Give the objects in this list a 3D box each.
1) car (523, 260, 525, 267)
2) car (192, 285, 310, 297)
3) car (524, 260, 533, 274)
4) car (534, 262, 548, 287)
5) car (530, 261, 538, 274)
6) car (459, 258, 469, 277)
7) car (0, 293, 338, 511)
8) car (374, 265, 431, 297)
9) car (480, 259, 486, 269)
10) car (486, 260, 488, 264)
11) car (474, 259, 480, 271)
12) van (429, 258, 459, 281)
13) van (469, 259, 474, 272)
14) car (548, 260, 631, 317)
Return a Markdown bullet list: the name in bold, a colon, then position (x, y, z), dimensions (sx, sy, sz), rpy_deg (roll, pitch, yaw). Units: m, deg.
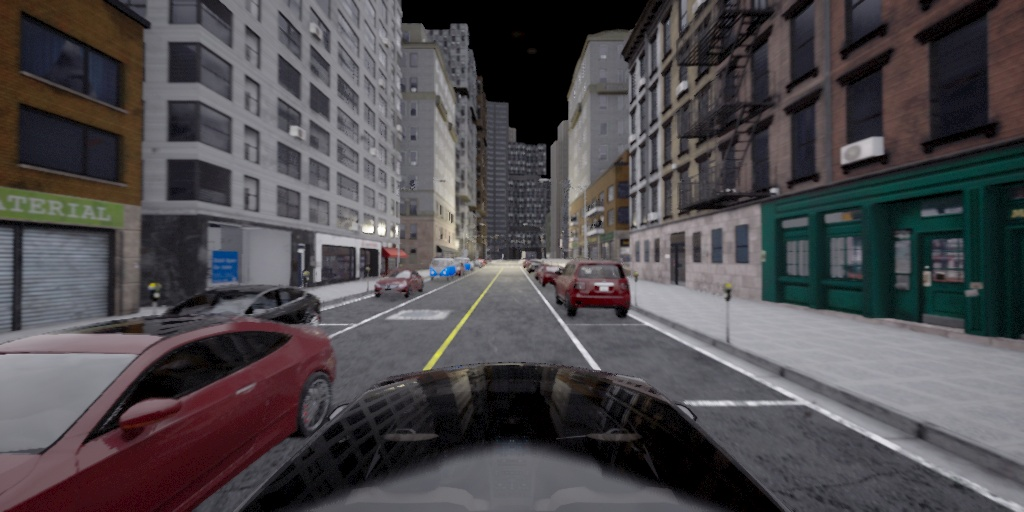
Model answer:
- **car**: position (2.758, 1.297, 46.839), dimensions (1.888, 1.381, 4.507), rpy_deg (0, 0, 0)
- **car**: position (-5.763, 1.317, 7.573), dimensions (1.948, 1.339, 4.313), rpy_deg (0, 0, 0)
- **car**: position (2.759, 1.319, 41.230), dimensions (1.948, 1.339, 4.313), rpy_deg (0, 0, 0)
- **car**: position (2.761, 1.300, 24.401), dimensions (1.888, 1.381, 4.507), rpy_deg (0, 0, 0)
- **car**: position (2.760, 1.337, 30.011), dimensions (1.802, 1.307, 4.207), rpy_deg (0, 0, 0)
- **car**: position (-5.766, 1.194, 35.621), dimensions (1.967, 1.591, 4.097), rpy_deg (0, 0, 0)
- **car**: position (-3.082, 1.276, 2.724), dimensions (1.812, 1.442, 4.674), rpy_deg (0, 0, 0)
- **car**: position (-5.764, 1.336, 18.791), dimensions (1.802, 1.307, 4.207), rpy_deg (0, 0, 0)
- **car**: position (-5.769, 1.297, 58.058), dimensions (2.007, 1.370, 4.403), rpy_deg (0, 0, 0)
- **car**: position (-5.769, 1.288, 63.667), dimensions (1.888, 1.381, 4.507), rpy_deg (0, 0, 0)
- **car**: position (-5.767, 1.302, 46.840), dimensions (2.007, 1.370, 4.403), rpy_deg (0, 0, 0)
- **van**: position (-5.765, 1.095, 30.011), dimensions (1.690, 1.789, 3.998), rpy_deg (0, 0, 0)
- **van**: position (-5.767, 1.094, 41.230), dimensions (1.690, 1.789, 3.998), rpy_deg (0, 0, 0)
- **car**: position (2.762, 1.068, 13.183), dimensions (2.192, 1.841, 5.009), rpy_deg (0, 0, 0)
